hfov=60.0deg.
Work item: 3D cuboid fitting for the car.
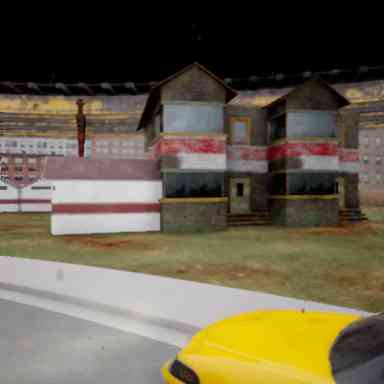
[{"bbox_3d":[2.191,1.452,2.194,5.366,1.575,1.801,0,0,37],"label":"car"}]
